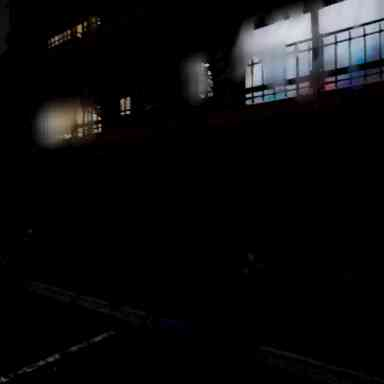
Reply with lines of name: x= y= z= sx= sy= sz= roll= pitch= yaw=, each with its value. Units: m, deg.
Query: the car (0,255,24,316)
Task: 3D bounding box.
car: x=-4.951 y=1.613 z=6.411 sx=4.313 sy=1.339 sz=1.947 roll=0 pitch=-1 yaw=35
